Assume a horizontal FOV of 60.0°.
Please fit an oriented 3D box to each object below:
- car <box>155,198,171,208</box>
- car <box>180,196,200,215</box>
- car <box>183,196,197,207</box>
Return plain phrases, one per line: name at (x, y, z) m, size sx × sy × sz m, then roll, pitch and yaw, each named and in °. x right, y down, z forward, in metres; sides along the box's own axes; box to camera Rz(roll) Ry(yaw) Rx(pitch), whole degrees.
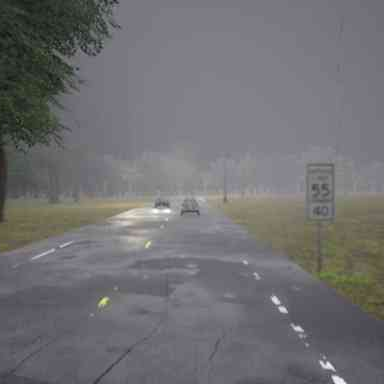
car at (-3.812, 1.396, 43.736) m, size 1.895 × 1.301 × 4.718 m, roll 0°, pitch 1°, yaw 0°
car at (-0.186, 1.435, 32.053) m, size 2.033 × 1.411 × 5.357 m, roll 0°, pitch 0°, yaw -1°
car at (-0.264, 1.310, 47.015) m, size 1.994 × 1.385 × 4.181 m, roll 0°, pitch 0°, yaw 0°
